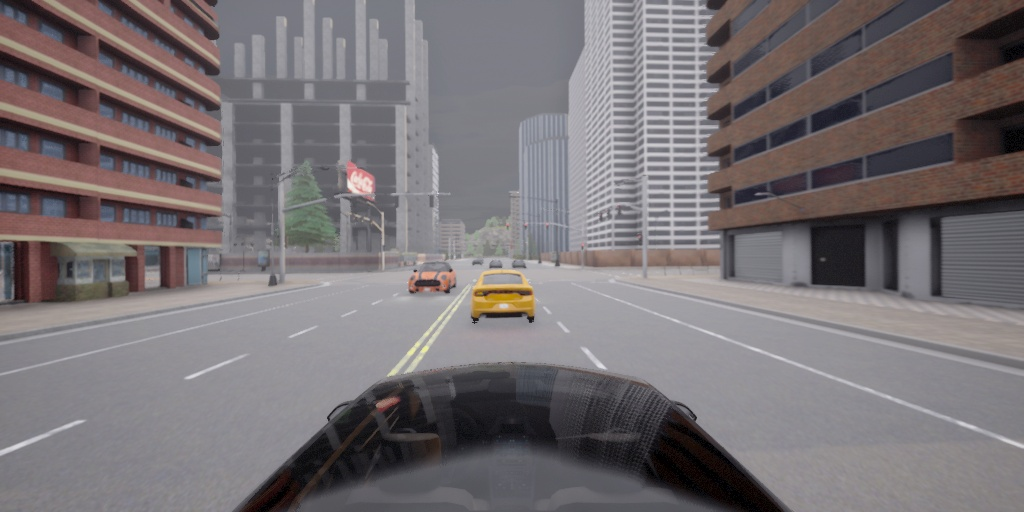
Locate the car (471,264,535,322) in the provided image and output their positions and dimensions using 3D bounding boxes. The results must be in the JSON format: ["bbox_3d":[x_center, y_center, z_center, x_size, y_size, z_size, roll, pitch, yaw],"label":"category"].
[{"bbox_3d":[-0.348,1.205,12.238,1.882,1.535,5.008,-1,0,-3],"label":"car"}]

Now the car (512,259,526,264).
[{"bbox_3d":[1.015,1.176,55.477,1.994,1.385,4.181,-1,0,-3],"label":"car"}]

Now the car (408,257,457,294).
[{"bbox_3d":[-4.356,1.097,20.203,2.097,1.767,4.553,-1,0,-3],"label":"car"}]

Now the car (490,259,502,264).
[{"bbox_3d":[-2.466,1.209,55.007,1.994,1.385,4.181,-1,0,-3],"label":"car"}]
